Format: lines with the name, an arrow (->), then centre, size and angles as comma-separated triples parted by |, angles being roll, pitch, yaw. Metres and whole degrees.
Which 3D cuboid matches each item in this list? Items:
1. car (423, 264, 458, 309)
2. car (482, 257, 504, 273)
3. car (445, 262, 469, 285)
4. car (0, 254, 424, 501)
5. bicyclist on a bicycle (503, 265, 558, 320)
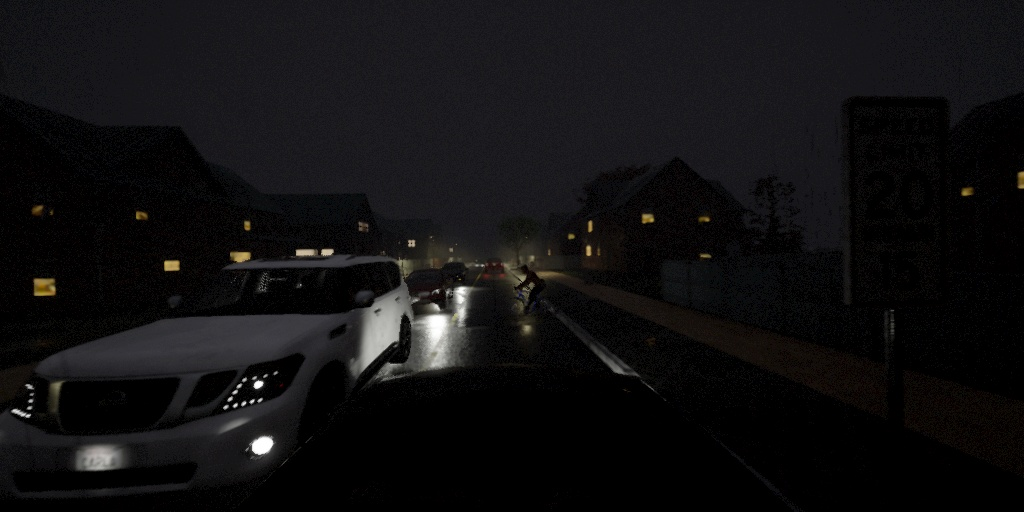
car -> -3.506, 1.262, 14.960 | 1.812, 1.442, 4.674 | -1, 0, -3
car -> -1.970, 0.943, 39.972 | 2.097, 1.767, 4.553 | -1, 0, -3
car -> -4.072, 1.194, 25.236 | 1.837, 1.490, 4.892 | -1, 0, -3
car -> -2.964, 1.009, 5.185 | 2.150, 2.045, 5.566 | -1, 0, -3
bicyclist on a bicycle -> 0.538, 1.081, 10.595 | 1.656, 1.620, 0.582 | -1, 0, -3
